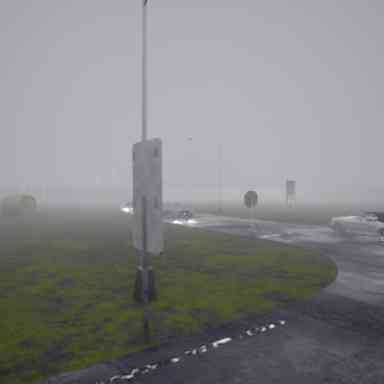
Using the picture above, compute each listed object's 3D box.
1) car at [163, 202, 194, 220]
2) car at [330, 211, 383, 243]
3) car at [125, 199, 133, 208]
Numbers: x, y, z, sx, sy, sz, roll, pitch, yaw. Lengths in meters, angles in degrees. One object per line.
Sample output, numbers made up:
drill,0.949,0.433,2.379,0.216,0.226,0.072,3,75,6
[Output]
car,-1.435,1.588,28.715,1.994,1.385,4.181,-1,0,-25
car,8.785,1.567,15.855,1.895,1.301,4.718,-1,0,-14
car,-9.222,1.646,50.467,1.895,1.301,4.718,-1,0,-13
